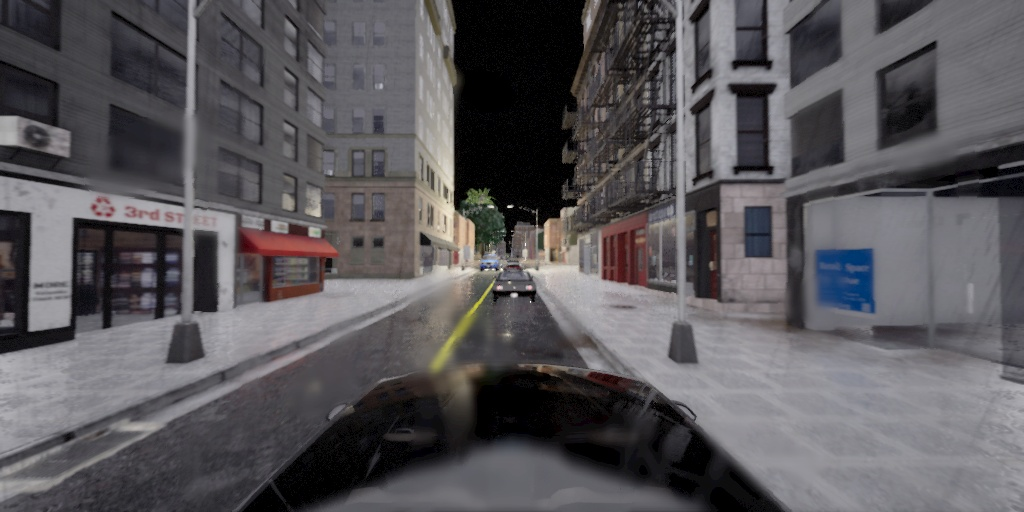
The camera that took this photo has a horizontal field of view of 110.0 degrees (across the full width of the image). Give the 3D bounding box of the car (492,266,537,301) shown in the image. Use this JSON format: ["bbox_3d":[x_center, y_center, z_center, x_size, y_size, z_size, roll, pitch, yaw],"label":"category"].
[{"bbox_3d":[0.105,1.327,16.951,1.895,1.301,4.718,0,0,0],"label":"car"}]

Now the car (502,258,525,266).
[{"bbox_3d":[0.107,1.182,33.580,1.837,1.490,4.892,0,0,0],"label":"car"}]

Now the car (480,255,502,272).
[{"bbox_3d":[-2.742,0.843,44.524,2.150,2.045,5.566,0,0,0],"label":"car"}]
